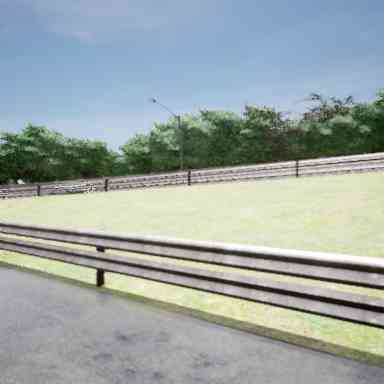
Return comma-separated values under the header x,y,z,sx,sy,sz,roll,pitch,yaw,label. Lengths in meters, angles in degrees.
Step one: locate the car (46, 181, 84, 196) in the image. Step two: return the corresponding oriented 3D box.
x,y,z,sx,sy,sz,roll,pitch,yaw,label
-17.911,-0.360,46.770,5.566,2.045,2.150,-4,-2,22,car
